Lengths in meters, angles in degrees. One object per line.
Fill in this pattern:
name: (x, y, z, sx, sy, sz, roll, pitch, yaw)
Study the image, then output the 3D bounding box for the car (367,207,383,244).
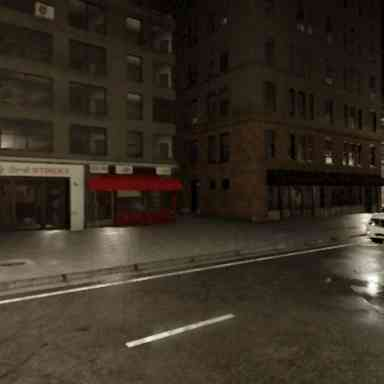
car: (10.098, 1.263, 14.872, 5.566, 2.045, 2.150, 0, 0, -35)
